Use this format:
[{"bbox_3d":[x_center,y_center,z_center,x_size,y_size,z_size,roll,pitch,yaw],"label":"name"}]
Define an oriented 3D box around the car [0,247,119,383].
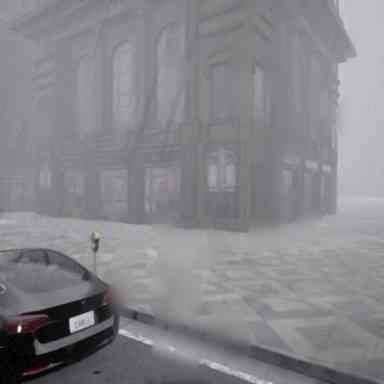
[{"bbox_3d":[-2.972,1.534,5.094,4.313,1.339,1.947,0,0,36],"label":"car"}]
